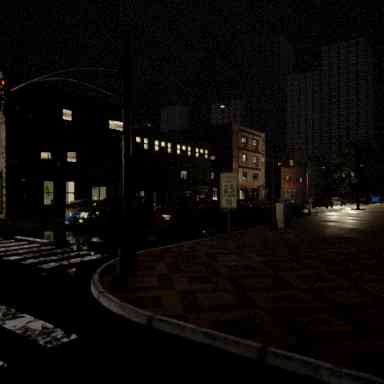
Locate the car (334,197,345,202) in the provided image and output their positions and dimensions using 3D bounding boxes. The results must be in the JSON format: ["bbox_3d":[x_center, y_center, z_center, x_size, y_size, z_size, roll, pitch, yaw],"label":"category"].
[{"bbox_3d":[38.030,1.936,85.706,1.887,1.381,4.507,-1,-1,35],"label":"car"}]

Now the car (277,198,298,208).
[{"bbox_3d":[15.598,1.742,54.000,1.752,1.417,4.829,-1,-1,35],"label":"car"}]

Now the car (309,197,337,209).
[{"bbox_3d":[19.536,1.536,49.533,2.097,1.767,4.553,0,0,35],"label":"car"}]

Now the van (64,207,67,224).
[{"bbox_3d":[-6.637,1.413,22.573,1.690,1.788,3.998,-1,0,35],"label":"van"}]

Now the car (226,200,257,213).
[{"bbox_3d":[6.125,1.701,40.610,2.008,1.369,4.403,-1,-1,35],"label":"car"}]

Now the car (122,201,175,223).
[{"bbox_3d":[-3.446,1.530,27.082,1.967,1.590,4.097,-1,-1,35],"label":"car"}]

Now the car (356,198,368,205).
[{"bbox_3d":[32.111,1.801,62.830,2.008,1.369,4.403,-1,-1,35],"label":"car"}]

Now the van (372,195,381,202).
[{"bbox_3d":[44.872,1.694,80.871,1.690,1.788,3.998,-1,-1,35],"label":"van"}]

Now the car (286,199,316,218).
[{"bbox_3d":[9.778,1.657,31.263,1.947,1.339,4.313,-1,-1,35],"label":"car"}]

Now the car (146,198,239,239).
[{"bbox_3d":[0.205,1.349,17.736,2.192,1.841,5.009,-1,-1,35],"label":"car"}]

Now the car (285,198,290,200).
[{"bbox_3d":[11.186,1.759,43.209,1.895,1.301,4.718,0,0,36],"label":"car"}]

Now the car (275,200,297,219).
[{"bbox_3d":[6.588,1.616,26.753,1.887,1.381,4.507,-1,-1,35],"label":"car"}]

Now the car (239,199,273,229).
[{"bbox_3d":[3.396,1.367,22.245,2.192,1.841,5.009,-1,-1,35],"label":"car"}]

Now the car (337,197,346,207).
[{"bbox_3d":[25.403,1.829,57.825,1.895,1.301,4.718,0,0,36],"label":"car"}]

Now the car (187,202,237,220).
[{"bbox_3d":[1.944,1.645,30.209,2.033,1.411,5.357,0,0,35],"label":"car"}]

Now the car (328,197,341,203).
[{"bbox_3d":[34.840,1.915,81.196,2.008,1.369,4.403,-1,-1,35],"label":"car"}]

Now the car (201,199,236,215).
[{"bbox_3d":[2.935,1.569,36.102,1.967,1.590,4.097,-1,-1,35],"label":"car"}]

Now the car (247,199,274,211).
[{"bbox_3d":[9.316,1.722,45.120,2.008,1.369,4.403,-1,-1,35],"label":"car"}]

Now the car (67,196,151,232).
[{"bbox_3d":[-4.633,1.281,20.916,2.150,2.045,5.566,0,0,35],"label":"car"}]
